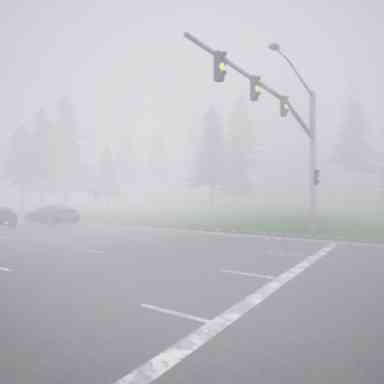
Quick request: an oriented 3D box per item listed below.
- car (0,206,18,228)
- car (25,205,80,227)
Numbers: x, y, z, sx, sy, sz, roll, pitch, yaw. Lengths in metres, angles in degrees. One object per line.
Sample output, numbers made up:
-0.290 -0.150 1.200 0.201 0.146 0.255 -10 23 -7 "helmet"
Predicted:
-13.576 1.694 22.274 4.892 1.490 1.837 0 0 36 "car"
-10.231 1.667 24.188 4.902 1.511 2.128 -1 0 36 "car"
